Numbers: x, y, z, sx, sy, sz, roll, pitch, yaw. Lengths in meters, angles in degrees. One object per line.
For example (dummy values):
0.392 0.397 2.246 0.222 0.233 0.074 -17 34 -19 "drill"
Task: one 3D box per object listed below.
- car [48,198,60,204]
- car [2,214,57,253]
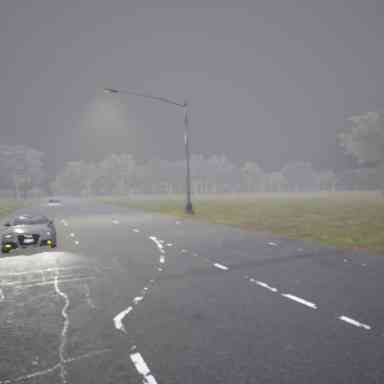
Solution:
-30.073 1.862 72.490 1.895 1.301 4.718 -3 1 -16 "car"
-7.134 1.712 14.755 1.994 1.385 4.181 -2 1 -24 "car"
